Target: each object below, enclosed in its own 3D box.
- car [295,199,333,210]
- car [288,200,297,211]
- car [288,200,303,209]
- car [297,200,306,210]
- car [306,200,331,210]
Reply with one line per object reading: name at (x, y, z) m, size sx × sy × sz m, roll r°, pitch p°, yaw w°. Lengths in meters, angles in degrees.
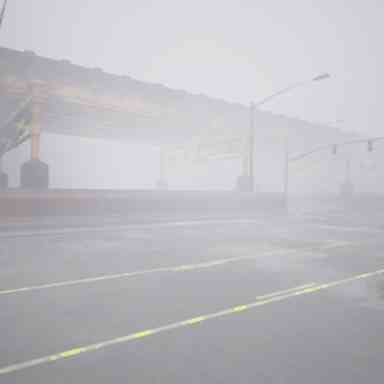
car at (18.445, 1.934, 50.457) m, size 4.974 × 1.542 × 2.038 m, roll 1°, pitch 0°, yaw -7°
car at (10.788, 1.825, 44.016) m, size 4.974 × 1.542 × 2.038 m, roll 0°, pitch 0°, yaw 8°
car at (14.551, 1.718, 46.750) m, size 1.853 × 1.218 × 4.536 m, roll 0°, pitch 0°, yaw 18°
car at (14.534, 1.875, 46.700) m, size 2.038 × 1.542 × 4.974 m, roll 0°, pitch 0°, yaw 18°
car at (18.395, 1.776, 50.452) m, size 4.536 × 1.218 × 1.853 m, roll 1°, pitch 0°, yaw -7°
